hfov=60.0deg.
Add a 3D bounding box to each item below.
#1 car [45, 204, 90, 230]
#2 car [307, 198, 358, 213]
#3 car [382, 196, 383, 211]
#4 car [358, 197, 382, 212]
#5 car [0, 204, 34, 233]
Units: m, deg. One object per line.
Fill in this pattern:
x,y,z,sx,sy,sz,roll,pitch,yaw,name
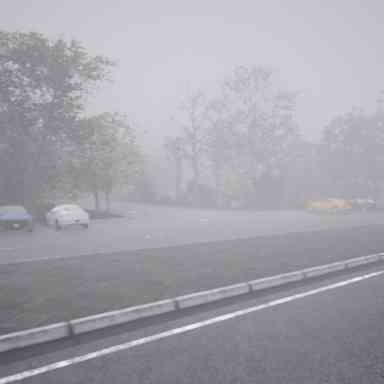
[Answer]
-7.875,1.499,20.908,2.002,1.452,4.674,0,0,-35,car
15.336,1.505,37.421,2.097,1.535,5.008,0,0,-35,car
22.137,1.593,42.273,2.002,1.452,4.674,1,0,-35,car
19.866,1.533,40.659,2.097,1.535,5.008,0,0,-35,car
-10.445,1.454,19.089,2.097,1.535,5.008,0,0,-35,car
